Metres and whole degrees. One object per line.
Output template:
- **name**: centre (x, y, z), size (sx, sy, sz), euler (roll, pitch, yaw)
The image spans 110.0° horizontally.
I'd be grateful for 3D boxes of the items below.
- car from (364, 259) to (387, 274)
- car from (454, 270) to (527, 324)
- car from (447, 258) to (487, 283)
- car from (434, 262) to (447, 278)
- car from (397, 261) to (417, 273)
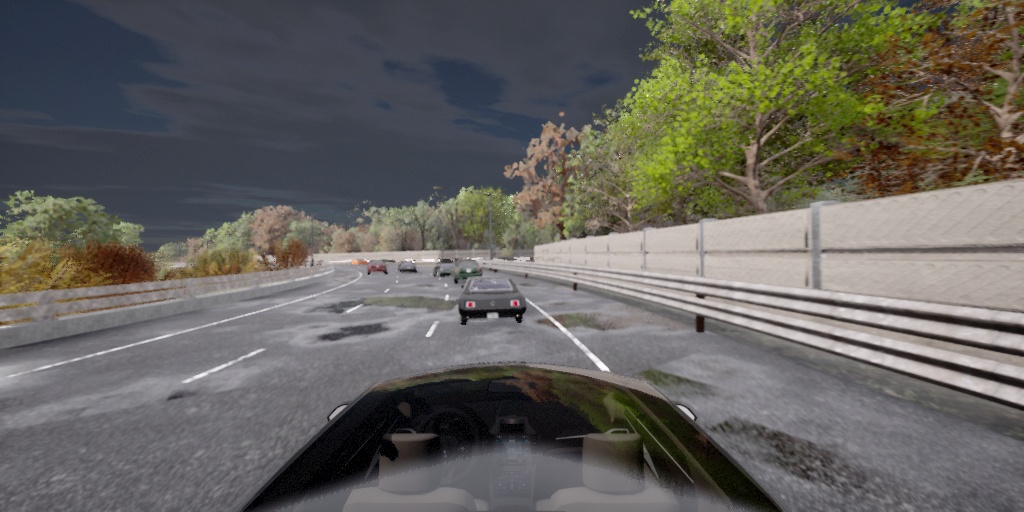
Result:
- **car**: centre (-16.039, 1.197, 42.469), size (2.097, 1.767, 4.553), euler (-1, 0, -23)
- **car**: centre (-0.757, 1.326, 11.935), size (1.895, 1.301, 4.718), euler (-1, 0, -6)
- **car**: centre (-3.511, 1.052, 27.225), size (2.097, 1.767, 4.553), euler (-1, 0, -13)
- **car**: centre (-6.175, 1.279, 33.911), size (1.994, 1.385, 4.181), euler (-1, 0, -20)
- **car**: centre (-13.056, 1.348, 44.376), size (1.994, 1.385, 4.181), euler (-1, 0, -23)
